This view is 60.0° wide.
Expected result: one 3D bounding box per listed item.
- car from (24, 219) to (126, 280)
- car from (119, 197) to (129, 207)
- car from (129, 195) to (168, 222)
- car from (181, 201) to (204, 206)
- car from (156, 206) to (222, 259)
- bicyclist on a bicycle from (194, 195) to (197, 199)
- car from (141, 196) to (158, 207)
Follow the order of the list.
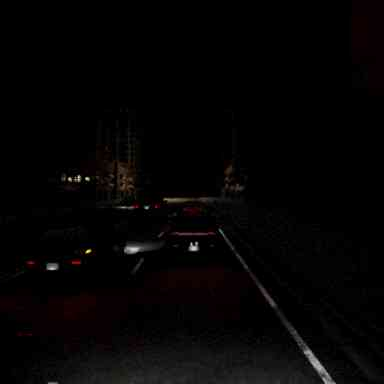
[{"bbox_3d":[-3.217,1.519,9.851,1.812,1.442,4.674,0,0,-1],"label":"car"},{"bbox_3d":[-9.846,1.524,51.625,2.033,1.411,5.357,0,0,0],"label":"car"},{"bbox_3d":[-3.200,1.209,26.287,2.150,2.045,5.566,0,0,0],"label":"car"},{"bbox_3d":[0.062,1.510,28.733,1.812,1.442,4.674,0,0,0],"label":"car"},{"bbox_3d":[0.064,1.485,12.489,2.128,1.511,4.902,0,0,0],"label":"car"},{"bbox_3d":[0.838,1.406,89.565,0.866,1.612,1.509,0,0,0],"label":"bicyclist on a bicycle"},{"bbox_3d":[-6.594,1.468,52.302,2.128,1.511,4.902,0,0,0],"label":"car"}]
